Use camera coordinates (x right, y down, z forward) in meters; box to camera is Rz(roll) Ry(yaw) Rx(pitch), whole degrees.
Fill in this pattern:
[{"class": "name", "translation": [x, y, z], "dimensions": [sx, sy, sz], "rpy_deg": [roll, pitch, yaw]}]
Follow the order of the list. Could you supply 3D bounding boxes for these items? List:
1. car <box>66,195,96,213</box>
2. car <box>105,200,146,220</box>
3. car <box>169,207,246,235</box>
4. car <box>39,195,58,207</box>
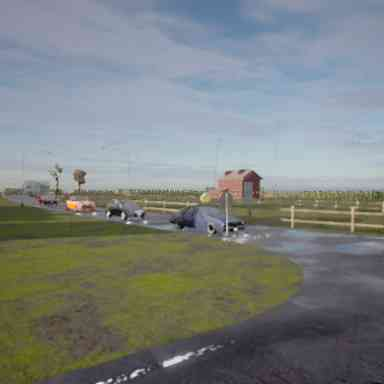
[{"class": "car", "translation": [-12.262, 1.268, 36.614], "dimensions": [2.097, 1.767, 4.553], "rpy_deg": [0, 0, -37]}, {"class": "car", "translation": [-5.629, 1.477, 27.962], "dimensions": [2.128, 1.511, 4.902], "rpy_deg": [0, 0, -38]}, {"class": "car", "translation": [0.720, 1.603, 19.960], "dimensions": [2.033, 1.411, 5.357], "rpy_deg": [0, 0, -38]}, {"class": "car", "translation": [-21.210, 1.218, 48.965], "dimensions": [1.882, 1.535, 5.008], "rpy_deg": [0, 0, -35]}]
